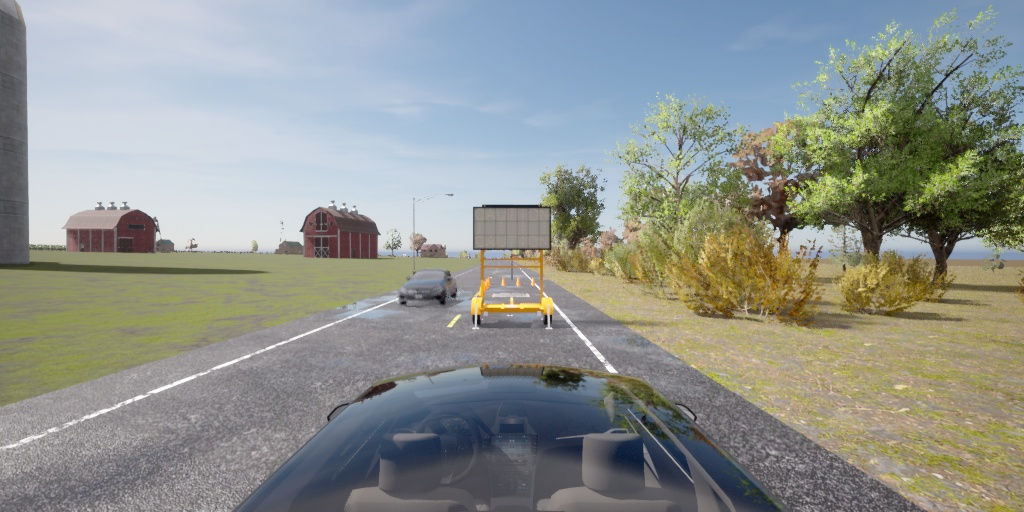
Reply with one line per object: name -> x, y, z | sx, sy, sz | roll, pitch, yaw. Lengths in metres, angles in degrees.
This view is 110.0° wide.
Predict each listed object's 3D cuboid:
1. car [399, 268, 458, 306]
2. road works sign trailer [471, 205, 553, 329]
car -> -3.560, 1.273, 15.959 | 1.812, 1.442, 4.674 | 0, 0, 0
road works sign trailer -> -0.001, 0.212, 11.169 | 2.380, 3.560, 2.880 | 0, 0, -1
